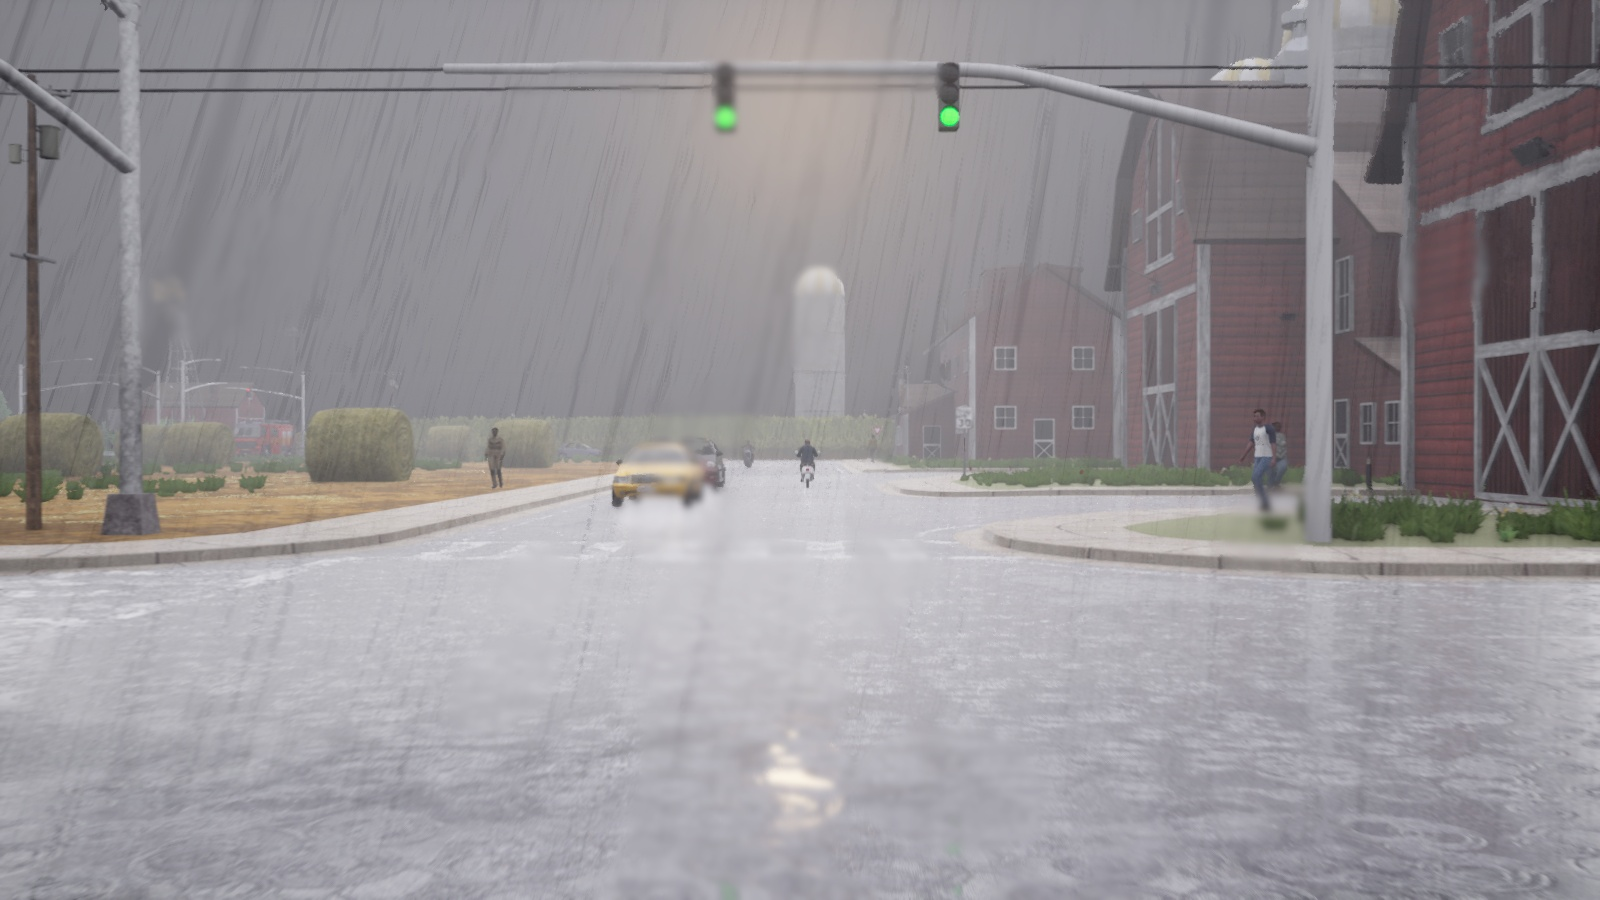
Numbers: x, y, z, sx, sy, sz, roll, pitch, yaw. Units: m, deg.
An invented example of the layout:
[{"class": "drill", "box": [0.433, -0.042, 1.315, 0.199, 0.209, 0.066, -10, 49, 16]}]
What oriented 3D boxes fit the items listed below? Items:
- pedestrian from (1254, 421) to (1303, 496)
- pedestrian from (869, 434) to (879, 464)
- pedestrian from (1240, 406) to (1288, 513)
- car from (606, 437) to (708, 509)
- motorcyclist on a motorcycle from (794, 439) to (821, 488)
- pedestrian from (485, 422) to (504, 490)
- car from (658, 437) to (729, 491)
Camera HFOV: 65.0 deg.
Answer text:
[{"class": "pedestrian", "box": [12.019, 0.200, 31.568, 0.874, 1.855, 0.900, 0, 0, -1]}, {"class": "pedestrian", "box": [4.588, -0.068, 78.114, 0.431, 1.840, 0.709, 0, 0, -16]}, {"class": "pedestrian", "box": [8.060, 0.160, 21.800, 0.706, 1.836, 0.354, 0, 0, -18]}, {"class": "car", "box": [-3.314, 0.495, 30.097, 1.801, 1.575, 5.366, 0, 0, 0]}, {"class": "motorcyclist on a motorcycle", "box": [0.254, 0.443, 41.992, 0.866, 1.590, 1.817, 0, 0, 0]}, {"class": "pedestrian", "box": [-8.803, 0.167, 36.227, 0.396, 1.930, 0.692, 0, 0, -1]}, {"class": "car", "box": [-3.261, 0.402, 39.207, 1.851, 1.617, 3.988, 0, 0, 0]}]
